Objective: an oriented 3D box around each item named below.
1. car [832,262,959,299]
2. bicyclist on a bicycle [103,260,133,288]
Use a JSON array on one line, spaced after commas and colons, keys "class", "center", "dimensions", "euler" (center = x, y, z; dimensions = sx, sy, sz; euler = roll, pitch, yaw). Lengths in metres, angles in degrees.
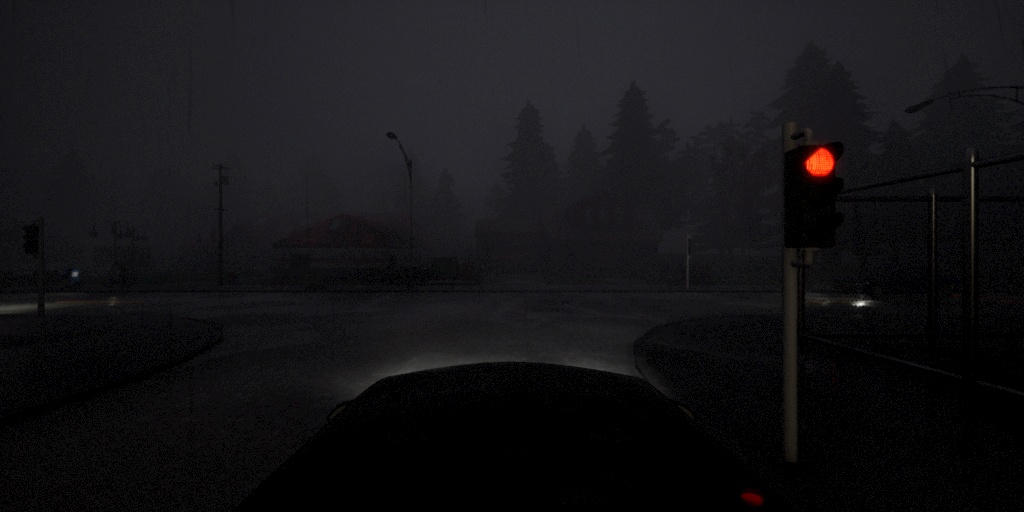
[{"class": "car", "center": [18.727, 1.222, 17.646], "dimensions": [5.008, 1.535, 1.882], "euler": [0, 0, 0]}, {"class": "bicyclist on a bicycle", "center": [-23.979, 1.091, 21.830], "dimensions": [0.582, 1.620, 1.656], "euler": [0, 0, 0]}]
